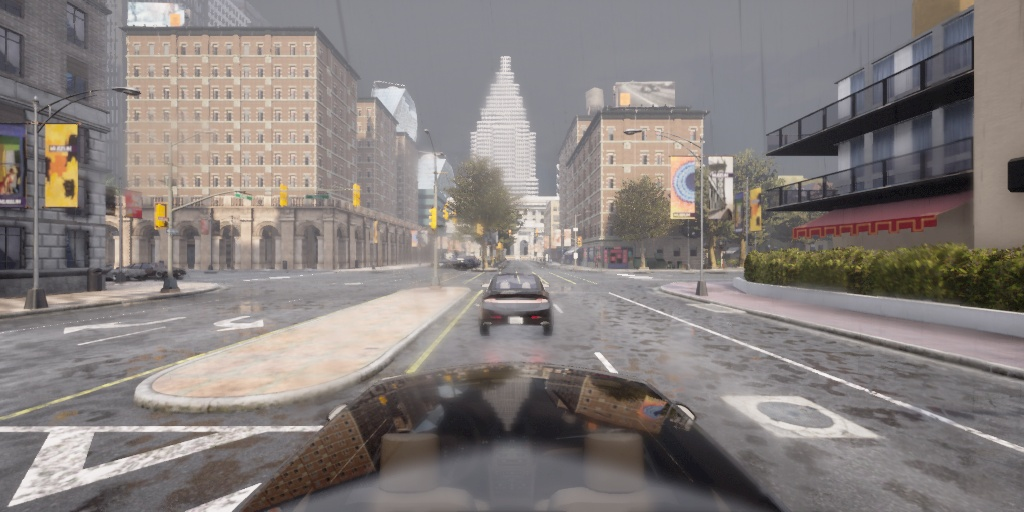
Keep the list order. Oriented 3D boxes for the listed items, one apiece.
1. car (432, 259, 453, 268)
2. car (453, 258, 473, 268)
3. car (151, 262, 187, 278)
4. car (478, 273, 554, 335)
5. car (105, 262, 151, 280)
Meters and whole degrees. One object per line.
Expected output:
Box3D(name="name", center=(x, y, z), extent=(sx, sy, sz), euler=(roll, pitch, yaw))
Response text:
Box3D(name="car", center=(-11.515, 1.245, 60.609), extent=(2.128, 1.511, 4.902), euler=(0, 0, 0))
Box3D(name="car", center=(-8.025, 1.354, 59.162), extent=(1.895, 1.301, 4.718), euler=(0, 0, 0))
Box3D(name="car", center=(-33.849, 1.299, 33.594), extent=(5.357, 1.411, 2.033), euler=(0, 0, 0))
Box3D(name="car", center=(0.105, 1.242, 10.477), extent=(2.128, 1.511, 4.902), euler=(0, 0, 0))
Box3D(name="car", center=(-33.826, 1.352, 30.096), extent=(4.718, 1.301, 1.895), euler=(0, 0, 0))
